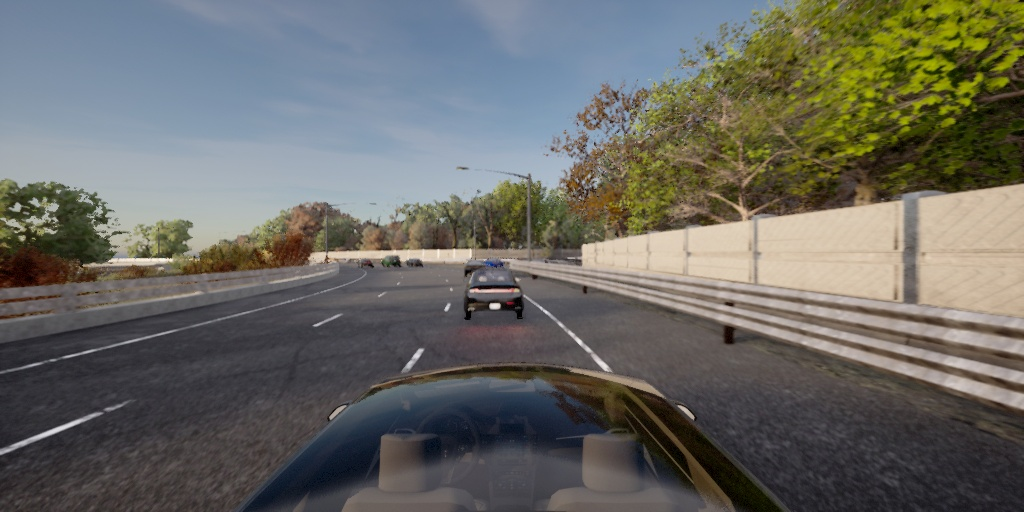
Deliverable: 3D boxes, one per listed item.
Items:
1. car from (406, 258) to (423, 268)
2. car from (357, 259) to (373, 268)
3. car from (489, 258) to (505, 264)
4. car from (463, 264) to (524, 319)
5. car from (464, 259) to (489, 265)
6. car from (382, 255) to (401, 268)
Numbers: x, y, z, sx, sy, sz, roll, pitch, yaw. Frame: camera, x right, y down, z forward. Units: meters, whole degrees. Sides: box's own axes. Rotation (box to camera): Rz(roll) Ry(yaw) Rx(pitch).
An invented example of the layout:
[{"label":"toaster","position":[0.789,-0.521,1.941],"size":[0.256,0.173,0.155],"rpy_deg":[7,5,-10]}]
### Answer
[{"label":"car","position":[-16.217,1.134,59.308],"size":[1.837,1.490,4.892],"rpy_deg":[0,0,-30]},{"label":"car","position":[-24.177,1.173,58.956],"size":[1.837,1.490,4.892],"rpy_deg":[0,0,-32]},{"label":"car","position":[-2.414,1.071,50.669],"size":[1.882,1.535,5.008],"rpy_deg":[-1,0,15]},{"label":"car","position":[-0.695,1.208,12.628],"size":[2.128,1.511,4.902],"rpy_deg":[0,0,-5]},{"label":"car","position":[-3.368,1.137,32.843],"size":[1.882,1.535,5.008],"rpy_deg":[0,0,-7]},{"label":"car","position":[-19.663,0.871,58.326],"size":[2.150,2.045,5.566],"rpy_deg":[0,0,-31]}]
